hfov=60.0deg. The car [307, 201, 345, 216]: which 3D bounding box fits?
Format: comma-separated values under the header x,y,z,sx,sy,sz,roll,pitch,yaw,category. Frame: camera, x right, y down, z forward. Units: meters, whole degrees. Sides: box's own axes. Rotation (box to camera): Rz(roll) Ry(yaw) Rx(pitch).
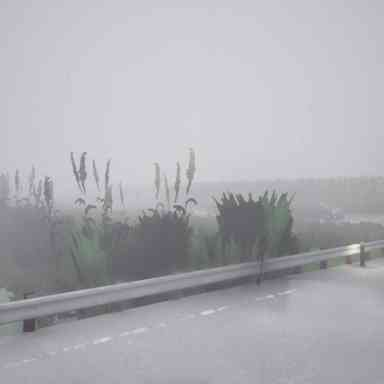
x,y,z,sx,sy,sz,roll,pitch,yaw,category
10.812,1.569,28.981,2.097,1.767,4.553,-1,1,-43,car
